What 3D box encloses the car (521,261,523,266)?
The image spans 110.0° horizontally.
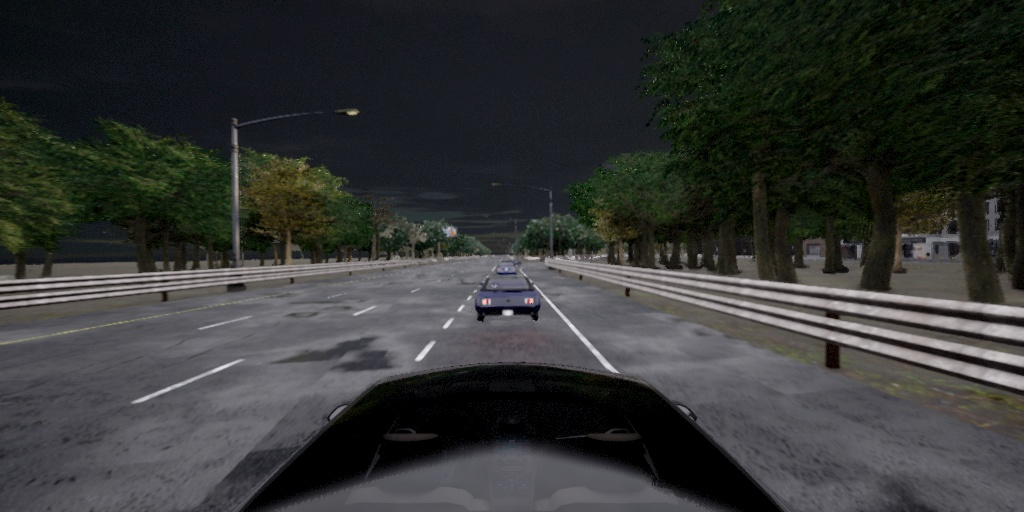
[{"bbox_3d":[0.538,1.058,58.165,1.895,1.301,4.718,-1,0,10],"label":"car"}]

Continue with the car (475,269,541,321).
[{"bbox_3d":[-0.155,1.300,12.303,1.895,1.301,4.718,-1,0,-1],"label":"car"}]

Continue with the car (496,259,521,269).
[{"bbox_3d":[-0.498,1.150,32.241,2.033,1.411,5.357,-1,0,-1],"label":"car"}]
